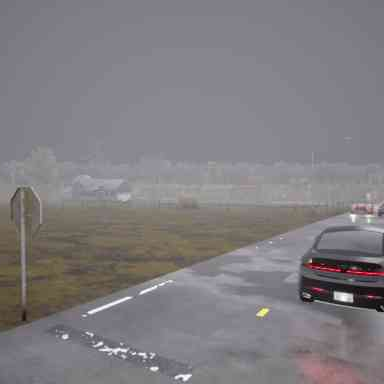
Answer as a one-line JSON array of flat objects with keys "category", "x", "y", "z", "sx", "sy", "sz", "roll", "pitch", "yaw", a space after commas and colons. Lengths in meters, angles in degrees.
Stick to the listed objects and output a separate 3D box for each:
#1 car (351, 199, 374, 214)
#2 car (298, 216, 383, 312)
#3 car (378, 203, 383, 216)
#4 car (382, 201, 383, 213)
[{"category": "car", "x": 20.031, "y": 1.644, "z": 39.049, "sx": 2.097, "sy": 1.767, "sz": 4.553, "roll": 0, "pitch": -1, "yaw": 32}, {"category": "car", "x": 3.812, "y": 1.517, "z": 7.633, "sx": 1.837, "sy": 1.490, "sz": 4.892, "roll": 0, "pitch": 0, "yaw": 32}, {"category": "car", "x": 20.273, "y": 1.796, "z": 34.106, "sx": 1.994, "sy": 1.385, "sz": 4.181, "roll": 0, "pitch": -1, "yaw": 32}, {"category": "car", "x": 25.428, "y": 1.896, "z": 42.539, "sx": 1.812, "sy": 1.442, "sz": 4.674, "roll": 0, "pitch": -1, "yaw": 32}]
